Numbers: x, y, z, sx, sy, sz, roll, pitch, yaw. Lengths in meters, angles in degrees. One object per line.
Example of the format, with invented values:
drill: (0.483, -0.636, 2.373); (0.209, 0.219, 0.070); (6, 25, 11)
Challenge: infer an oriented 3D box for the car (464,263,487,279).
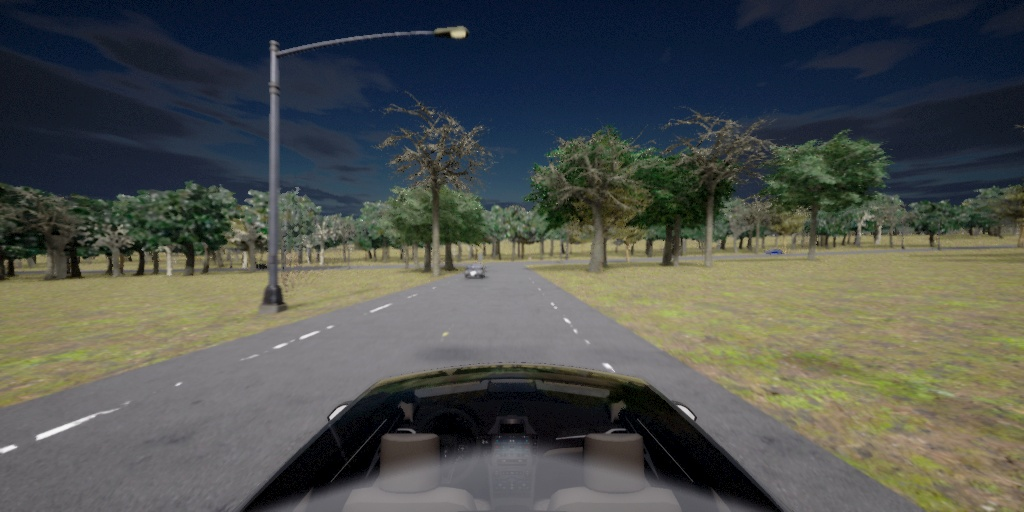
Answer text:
car: (-3.569, 1.472, 35.497); (2.128, 1.511, 4.902); (0, -1, 0)
